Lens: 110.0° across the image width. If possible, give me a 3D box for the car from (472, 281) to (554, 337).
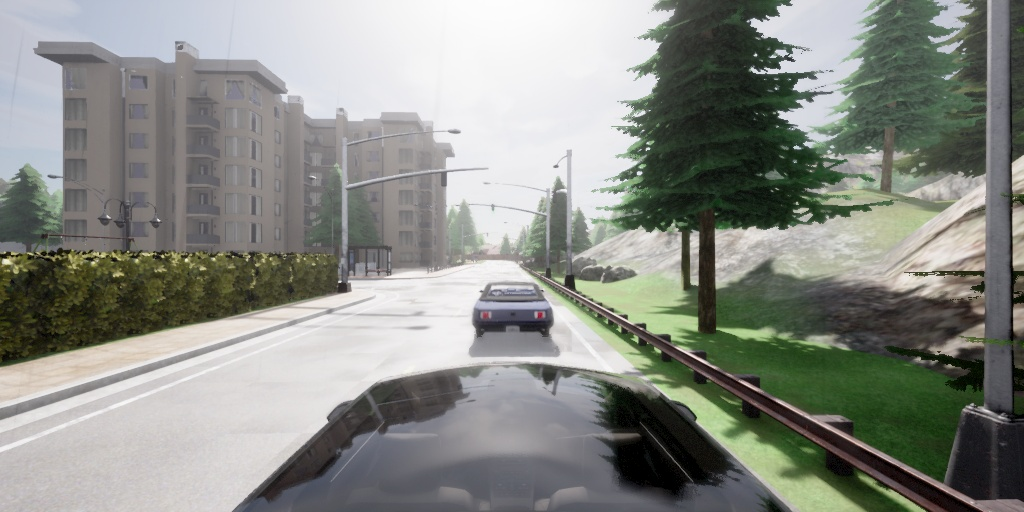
[{"bbox_3d":[-0.005,1.351,10.250,1.895,1.301,4.718,0,0,-1],"label":"car"}]
